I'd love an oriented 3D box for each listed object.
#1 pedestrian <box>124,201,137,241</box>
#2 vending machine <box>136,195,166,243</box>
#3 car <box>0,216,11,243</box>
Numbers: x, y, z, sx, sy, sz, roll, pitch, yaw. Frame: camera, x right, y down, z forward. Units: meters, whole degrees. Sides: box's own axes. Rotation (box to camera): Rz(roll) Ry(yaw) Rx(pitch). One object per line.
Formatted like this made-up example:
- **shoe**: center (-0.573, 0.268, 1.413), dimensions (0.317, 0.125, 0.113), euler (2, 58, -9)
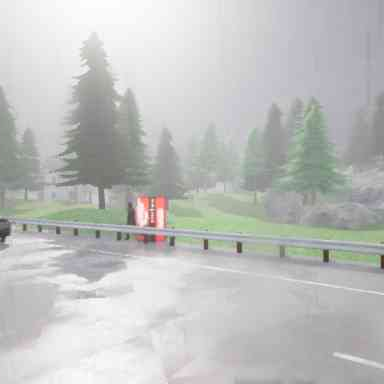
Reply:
- **pedestrian**: center (-2.789, 1.294, 15.227), dimensions (0.375, 1.860, 0.375), euler (0, 0, 33)
- **vending machine**: center (-1.888, 1.195, 15.402), dimensions (0.880, 2.100, 1.100), euler (0, 0, 33)
- **car**: center (-9.962, 1.491, 14.568), dimensions (4.902, 1.511, 2.128), euler (0, 0, 31)
